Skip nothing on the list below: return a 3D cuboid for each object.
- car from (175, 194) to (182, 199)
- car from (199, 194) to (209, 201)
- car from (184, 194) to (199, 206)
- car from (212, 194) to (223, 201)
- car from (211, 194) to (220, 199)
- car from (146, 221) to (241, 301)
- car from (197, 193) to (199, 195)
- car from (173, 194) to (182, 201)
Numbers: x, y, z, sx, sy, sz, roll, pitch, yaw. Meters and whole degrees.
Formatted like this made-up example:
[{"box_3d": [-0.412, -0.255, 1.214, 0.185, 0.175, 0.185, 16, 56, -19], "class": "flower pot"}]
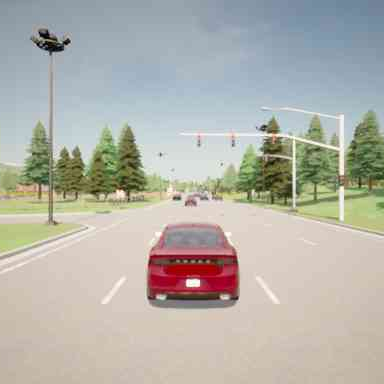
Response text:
[{"box_3d": [-3.855, 1.265, 94.039, 1.882, 1.535, 5.008, 0, 0, 0], "class": "car"}, {"box_3d": [3.183, 1.476, 84.063, 1.812, 1.442, 4.674, 0, 0, 0], "class": "car"}, {"box_3d": [-0.199, 1.500, 53.020, 1.812, 1.442, 4.674, 0, 0, 0], "class": "car"}, {"box_3d": [6.684, 1.476, 83.660, 2.128, 1.511, 4.902, 0, 0, 0], "class": "car"}, {"box_3d": [6.645, 1.327, 94.079, 2.033, 1.411, 5.357, 0, 0, 0], "class": "car"}, {"box_3d": [0.031, 1.474, 8.418, 1.882, 1.535, 5.008, 0, 0, 0], "class": "car"}, {"box_3d": [3.145, 1.312, 94.066, 2.128, 1.511, 4.902, 0, 0, 0], "class": "car"}, {"box_3d": [-3.816, 1.429, 83.620, 1.882, 1.535, 5.008, 0, 0, 0], "class": "car"}]
